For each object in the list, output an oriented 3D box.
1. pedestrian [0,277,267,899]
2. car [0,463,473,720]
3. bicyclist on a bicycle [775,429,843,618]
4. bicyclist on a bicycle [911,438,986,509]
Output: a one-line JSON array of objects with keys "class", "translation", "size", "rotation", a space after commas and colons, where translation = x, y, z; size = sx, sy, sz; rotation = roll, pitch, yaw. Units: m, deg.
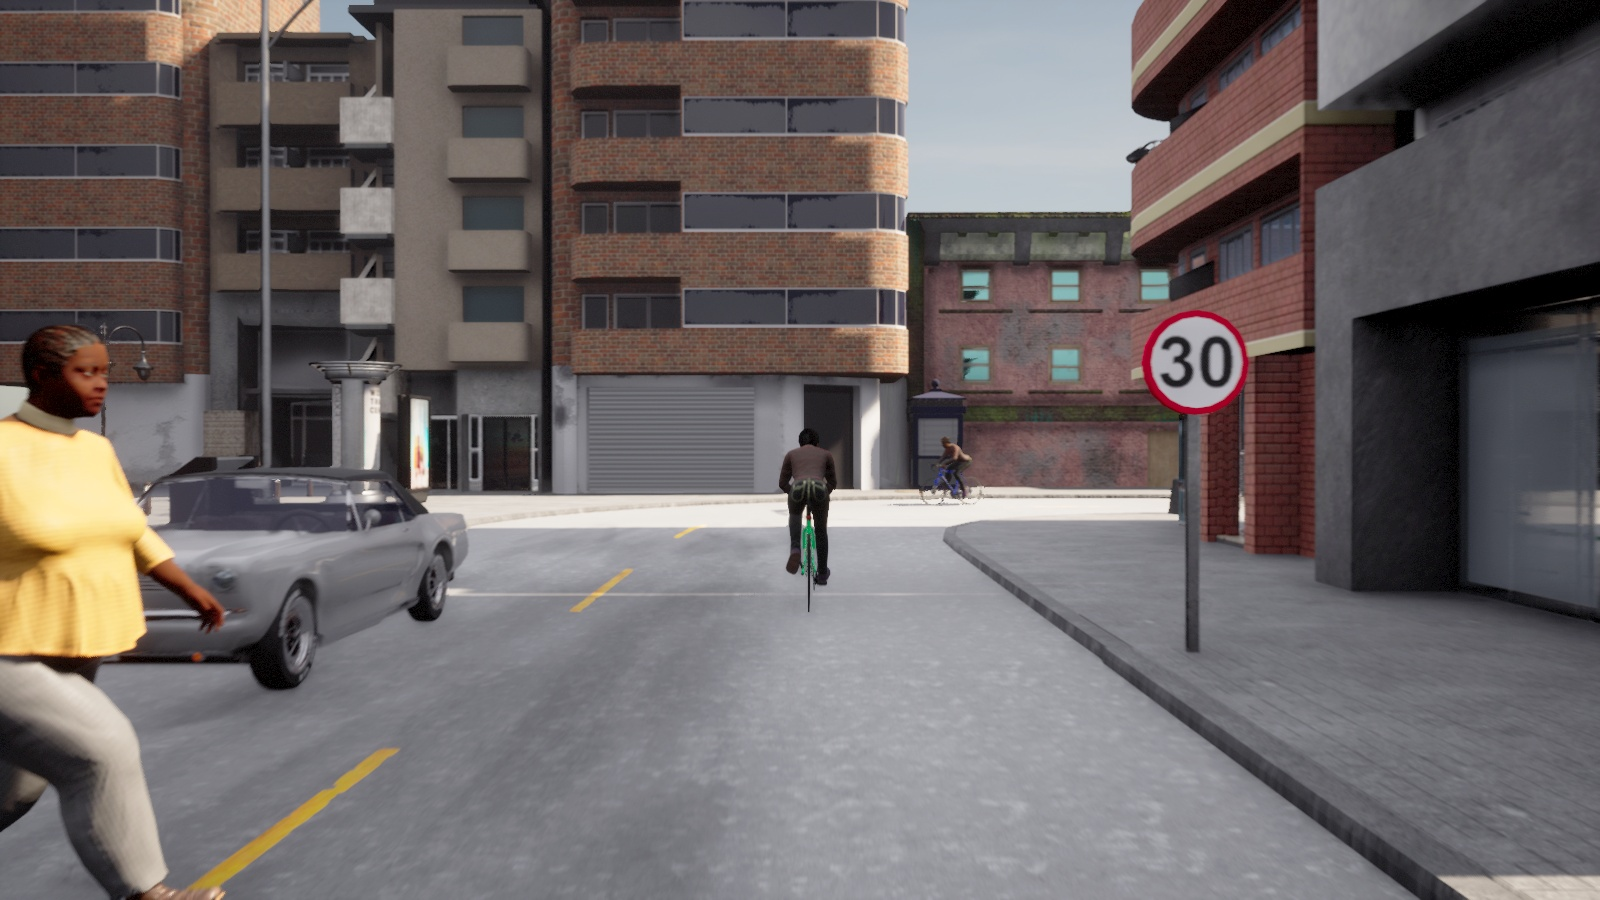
[{"class": "pedestrian", "translation": [-2.124, 0.513, 3.459], "size": [0.900, 1.855, 0.874], "rotation": [0, 0, 5]}, {"class": "car", "translation": [-3.939, 0.789, 9.109], "size": [1.895, 1.301, 4.718], "rotation": [0, 0, 0]}, {"class": "bicyclist on a bicycle", "translation": [0.081, 0.629, 11.591], "size": [0.582, 1.620, 1.656], "rotation": [0, 0, 0]}, {"class": "bicyclist on a bicycle", "translation": [3.474, 0.527, 29.319], "size": [1.656, 1.620, 0.582], "rotation": [0, 2, -23]}]
